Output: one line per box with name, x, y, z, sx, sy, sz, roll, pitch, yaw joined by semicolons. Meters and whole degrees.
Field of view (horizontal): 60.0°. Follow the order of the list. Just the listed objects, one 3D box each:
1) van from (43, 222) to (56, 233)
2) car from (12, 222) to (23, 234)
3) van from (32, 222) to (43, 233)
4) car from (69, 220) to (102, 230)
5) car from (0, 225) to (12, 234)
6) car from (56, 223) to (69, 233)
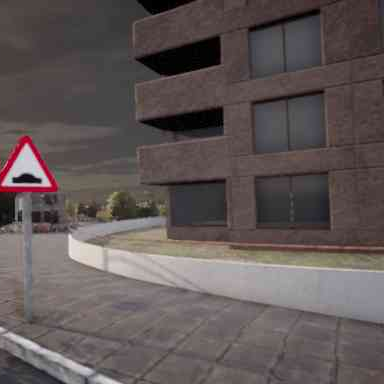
van;-28.580;6.736;62.379;4.442;1.987;1.878;-1;-7;6
car;-31.526;6.367;56.969;5.366;1.575;1.946;-1;-6;6
van;-29.903;6.437;59.672;4.442;1.987;1.878;-2;-7;6
car;-23.435;7.904;73.192;5.566;2.045;2.435;-1;-6;6
car;-32.667;6.108;54.245;4.674;1.452;2.002;-1;-7;6
car;-27.365;7.261;65.058;4.892;1.521;2.231;-2;-6;6
